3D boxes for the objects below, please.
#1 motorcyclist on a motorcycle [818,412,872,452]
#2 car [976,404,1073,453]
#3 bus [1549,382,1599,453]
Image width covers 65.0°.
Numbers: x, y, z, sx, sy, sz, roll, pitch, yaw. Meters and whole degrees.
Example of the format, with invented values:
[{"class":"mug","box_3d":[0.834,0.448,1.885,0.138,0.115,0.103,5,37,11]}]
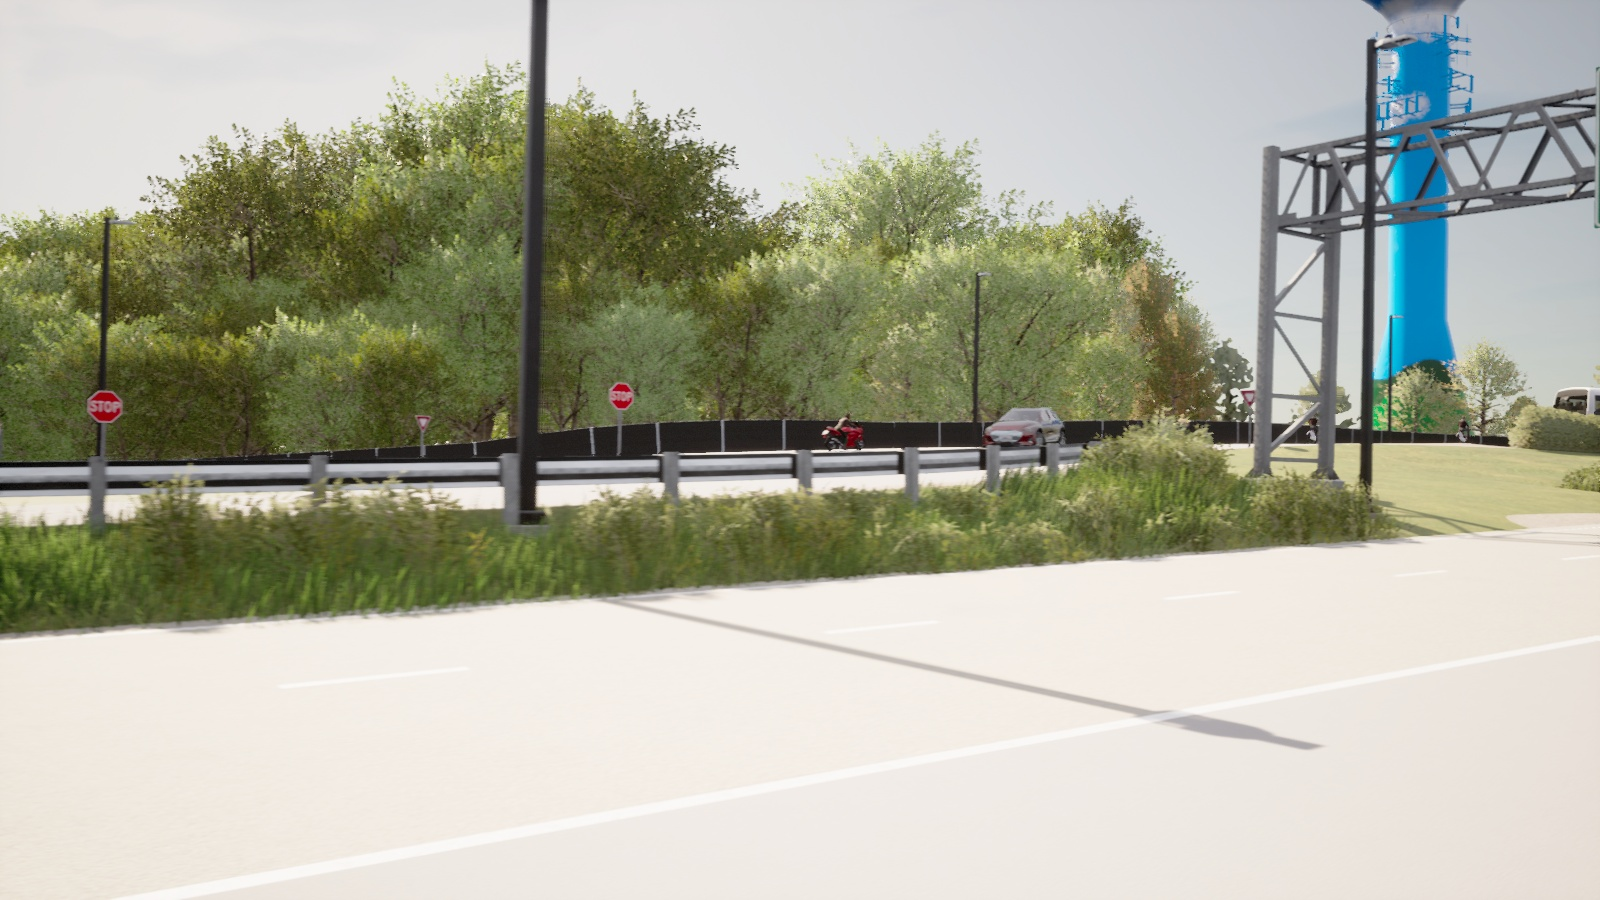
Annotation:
[{"class":"motorcyclist on a motorcycle","box_3d":[1.818,-0.722,50.251,2.044,1.523,0.797,-2,1,-33]},{"class":"car","box_3d":[8.072,-0.759,44.835,2.033,1.649,4.856,0,1,27]},{"class":"bus","box_3d":[54.838,-1.914,81.754,10.273,4.253,3.944,2,-1,-10]}]
